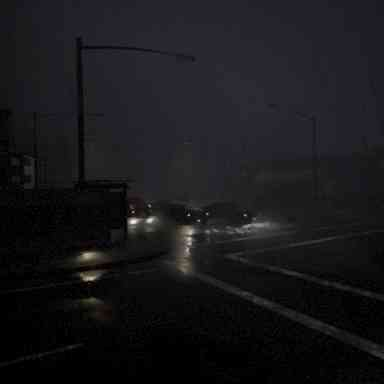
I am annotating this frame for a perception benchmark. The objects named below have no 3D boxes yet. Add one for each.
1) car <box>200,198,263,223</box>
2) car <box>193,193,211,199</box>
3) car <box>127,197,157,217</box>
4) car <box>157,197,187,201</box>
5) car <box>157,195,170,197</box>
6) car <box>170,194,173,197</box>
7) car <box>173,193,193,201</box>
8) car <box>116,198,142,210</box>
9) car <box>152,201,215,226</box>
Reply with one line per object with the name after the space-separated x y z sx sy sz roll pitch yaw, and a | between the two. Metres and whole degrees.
2.715 1.412 24.364 2.033 1.411 5.357 -1 1 -32 | car
2.113 0.886 70.614 1.895 1.301 4.718 0 1 36 | car
-5.442 1.280 30.840 2.097 1.767 4.553 -1 1 -31 | car
-2.725 1.453 33.028 1.895 1.301 4.718 -1 1 -31 | car
-5.176 1.198 56.644 1.895 1.301 4.718 -1 1 -4 | car
-3.369 0.986 67.902 1.994 1.385 4.181 -1 1 25 | car
-1.631 0.955 61.080 1.882 1.535 5.008 -1 1 8 | car
-8.015 1.435 41.863 1.895 1.301 4.718 -1 1 -28 | car
-0.745 1.540 23.297 1.895 1.301 4.718 -1 1 -32 | car
